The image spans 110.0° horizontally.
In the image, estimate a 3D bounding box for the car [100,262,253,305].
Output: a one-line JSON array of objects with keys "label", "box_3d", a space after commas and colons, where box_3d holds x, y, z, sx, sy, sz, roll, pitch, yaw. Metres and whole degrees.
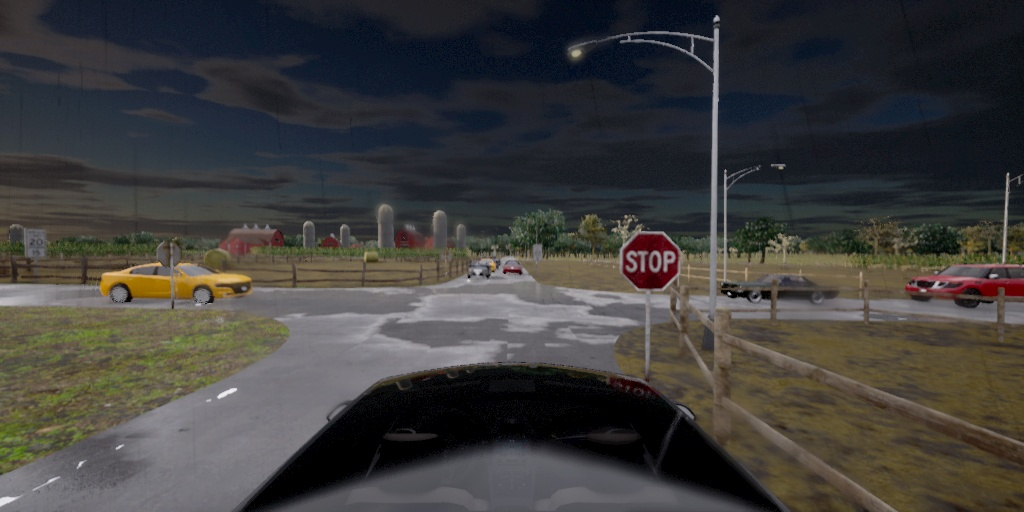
[{"label": "car", "box_3d": [-13.128, 1.007, 14.234, 5.008, 1.535, 1.882, 1, 1, 0]}]

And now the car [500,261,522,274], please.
[{"label": "car", "box_3d": [0.050, 1.186, 39.101, 1.994, 1.385, 4.181, 0, 0, 0]}]

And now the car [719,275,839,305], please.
[{"label": "car", "box_3d": [12.730, 1.562, 17.373, 4.718, 1.301, 1.895, 1, 1, 0]}]

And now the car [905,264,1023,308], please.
[{"label": "car", "box_3d": [22.725, 1.397, 17.436, 5.566, 2.045, 2.150, 1, 1, 0]}]

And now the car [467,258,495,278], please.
[{"label": "car", "box_3d": [-2.849, 1.142, 31.824, 2.128, 1.511, 4.902, 0, 0, -1]}]

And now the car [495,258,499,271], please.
[{"label": "car", "box_3d": [-2.894, 1.090, 41.221, 1.882, 1.535, 5.008, 0, 0, 0]}]
